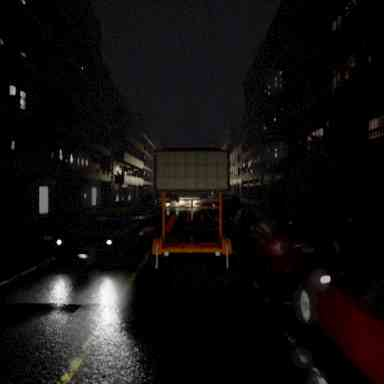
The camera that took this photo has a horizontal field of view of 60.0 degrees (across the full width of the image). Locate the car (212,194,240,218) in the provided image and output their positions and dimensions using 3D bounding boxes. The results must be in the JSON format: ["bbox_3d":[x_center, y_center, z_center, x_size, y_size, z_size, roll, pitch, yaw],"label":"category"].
[{"bbox_3d":[2.698,1.091,26.567,2.192,1.841,5.009,0,0,0],"label":"car"}]

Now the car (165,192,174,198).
[{"bbox_3d":[-5.673,0.726,82.935,1.967,1.590,4.097,0,1,0],"label":"car"}]

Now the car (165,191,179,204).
[{"bbox_3d":[-3.073,1.071,53.381,1.812,1.442,4.674,0,1,0],"label":"car"}]

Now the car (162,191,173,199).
[{"bbox_3d":[-5.673,0.651,77.298,2.192,1.841,5.009,0,1,0],"label":"car"}]

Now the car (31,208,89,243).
[{"bbox_3d":[-5.687,1.437,15.301,1.947,1.339,4.313,0,0,0],"label":"car"}]

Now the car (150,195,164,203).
[{"bbox_3d":[-5.679,1.115,54.756,1.802,1.307,4.206,0,0,0],"label":"car"}]

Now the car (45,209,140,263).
[{"bbox_3d":[-3.099,1.502,11.691,1.895,1.301,4.718,0,0,0],"label":"car"}]

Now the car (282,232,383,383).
[{"bbox_3d":[2.692,1.510,4.024,1.887,1.381,4.507,0,0,0],"label":"car"}]

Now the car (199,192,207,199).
[{"bbox_3d":[2.706,0.859,77.464,1.752,1.417,4.829,0,1,0],"label":"car"}]

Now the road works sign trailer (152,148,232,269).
[{"bbox_3d":[0.002,0.374,10.785,2.380,3.560,2.880,0,0,0],"label":"road works sign trailer"}]

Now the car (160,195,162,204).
[{"bbox_3d":[-5.679,0.897,49.118,2.192,1.841,5.009,0,0,0],"label":"car"}]

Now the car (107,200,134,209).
[{"bbox_3d":[-5.684,1.303,26.403,1.752,1.417,4.829,0,0,0],"label":"car"}]

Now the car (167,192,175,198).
[{"bbox_3d":[-5.672,0.781,88.573,1.887,1.381,4.507,0,1,0],"label":"car"}]

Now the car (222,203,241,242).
[{"bbox_3d":[2.695,1.422,15.296,2.008,1.369,4.403,0,0,0],"label":"car"}]

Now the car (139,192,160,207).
[{"bbox_3d":[-5.681,1.070,43.482,1.967,1.590,4.097,0,0,0],"label":"car"}]

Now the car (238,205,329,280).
[{"bbox_3d":[2.693,1.359,9.660,1.967,1.590,4.097,0,0,0],"label":"car"}]

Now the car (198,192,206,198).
[{"bbox_3d":[2.708,0.781,88.567,1.887,1.381,4.507,0,1,0],"label":"car"}]
